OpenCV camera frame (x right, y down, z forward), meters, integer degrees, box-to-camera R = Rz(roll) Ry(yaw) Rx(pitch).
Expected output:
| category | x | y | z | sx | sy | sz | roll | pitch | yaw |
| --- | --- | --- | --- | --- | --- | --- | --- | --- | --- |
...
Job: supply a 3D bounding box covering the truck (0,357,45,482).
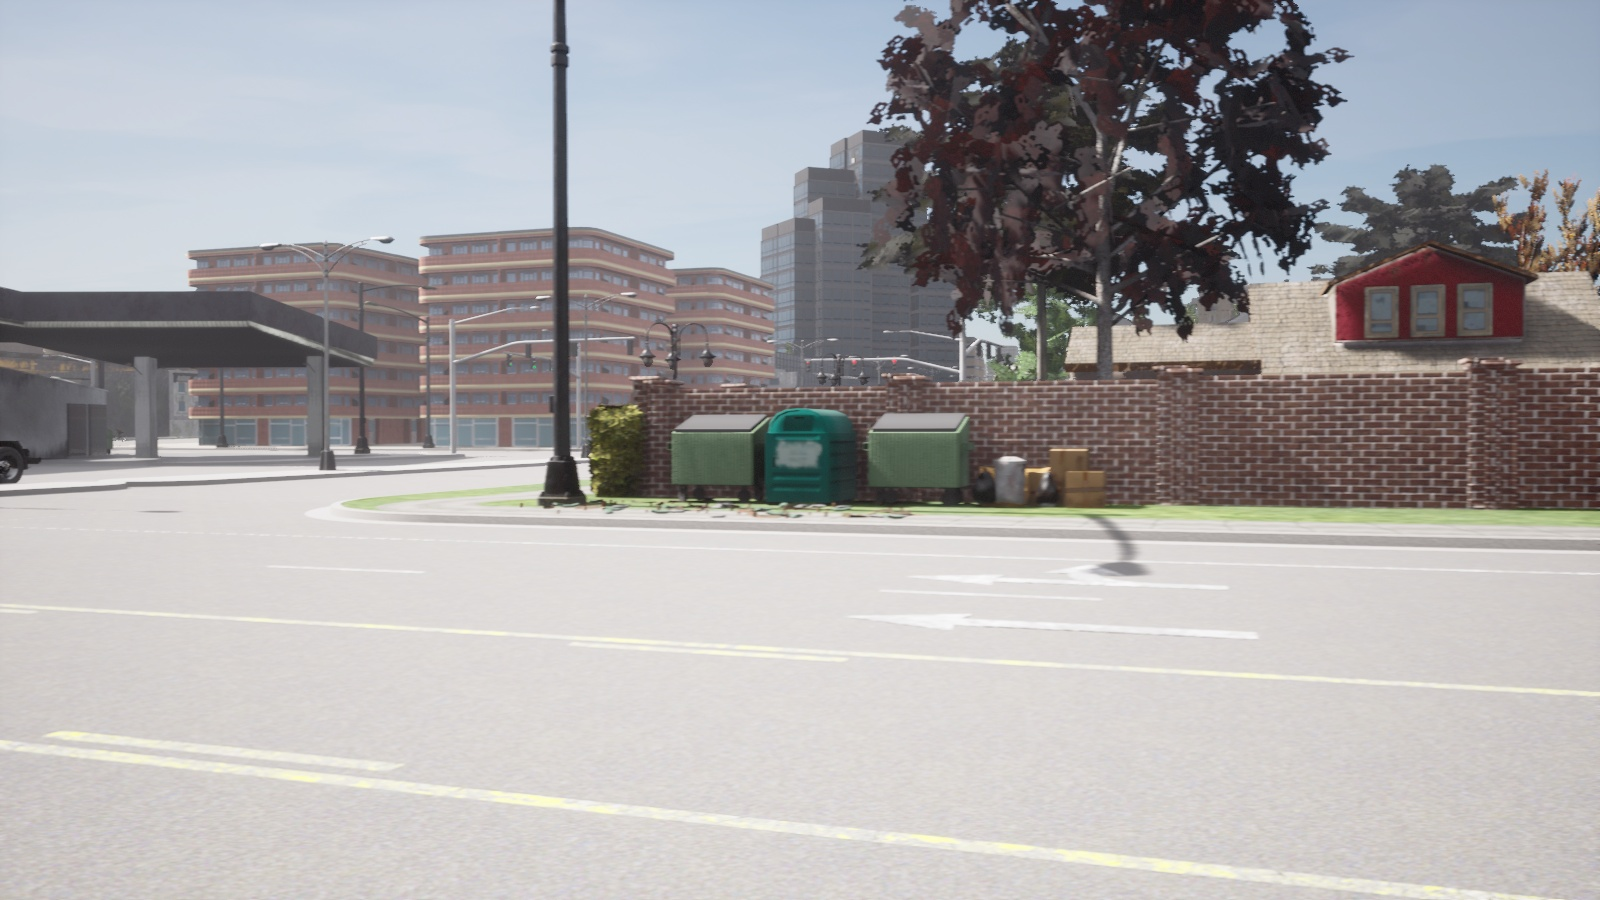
| category | x | y | z | sx | sy | sz | roll | pitch | yaw |
| --- | --- | --- | --- | --- | --- | --- | --- | --- | --- |
| truck | -23.937 | -0.815 | 32.636 | 2.891 | 3.462 | 7.936 | 0 | 1 | 10 |
